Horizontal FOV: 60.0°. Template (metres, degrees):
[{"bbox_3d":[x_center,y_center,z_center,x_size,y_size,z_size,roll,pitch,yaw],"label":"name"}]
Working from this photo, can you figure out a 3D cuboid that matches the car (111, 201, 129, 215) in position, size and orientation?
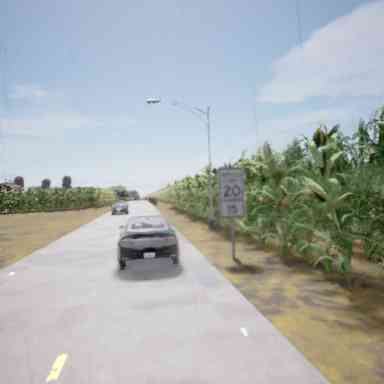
[{"bbox_3d":[-8.524,1.855,39.696,2.128,1.511,4.902,-2,0,-9],"label":"car"}]

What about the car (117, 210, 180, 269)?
[{"bbox_3d":[-1.541,1.572,11.679,2.128,1.511,4.902,-2,0,-8],"label":"car"}]
